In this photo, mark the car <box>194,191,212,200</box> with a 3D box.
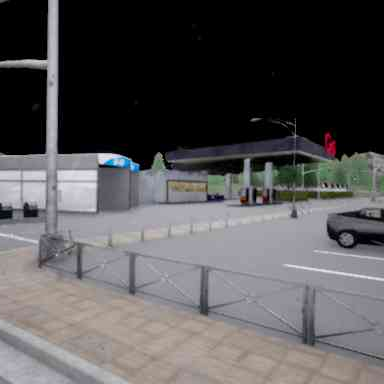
[{"bbox_3d":[2.415,0.639,71.780,1.905,1.878,3.866,1,1,36],"label":"car"}]

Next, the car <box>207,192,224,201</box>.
[{"bbox_3d":[4.436,0.901,64.943,2.242,1.667,4.611,1,1,36],"label":"car"}]

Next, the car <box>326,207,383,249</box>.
[{"bbox_3d":[7.215,1.324,11.870,4.514,1.523,2.007,1,1,36],"label":"car"}]

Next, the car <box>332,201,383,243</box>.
[{"bbox_3d":[9.020,1.315,14.436,5.027,1.636,2.152,1,1,36],"label":"car"}]
